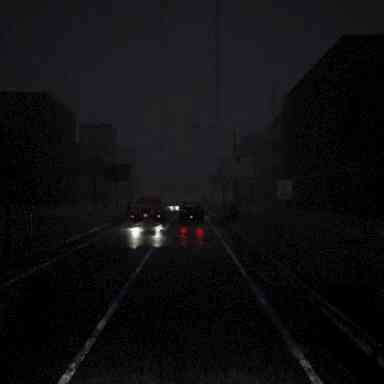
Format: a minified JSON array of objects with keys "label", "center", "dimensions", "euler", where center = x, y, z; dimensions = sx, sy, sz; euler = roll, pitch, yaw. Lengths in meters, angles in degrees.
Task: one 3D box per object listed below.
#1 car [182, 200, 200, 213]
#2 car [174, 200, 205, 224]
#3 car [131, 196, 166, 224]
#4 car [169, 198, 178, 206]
[{"label":"car","center":[-0.147,1.838,42.248],"dimensions":[2.128,1.511,4.902],"euler":[0,-1,0]},{"label":"car","center":[-0.048,1.565,25.556],"dimensions":[2.128,1.511,4.902],"euler":[0,-1,0]},{"label":"car","center":[-3.250,1.300,25.862],"dimensions":[2.150,2.045,5.566],"euler":[0,-1,0]},{"label":"car","center":[-3.412,1.961,65.155],"dimensions":[2.128,1.511,4.902],"euler":[0,1,0]}]
